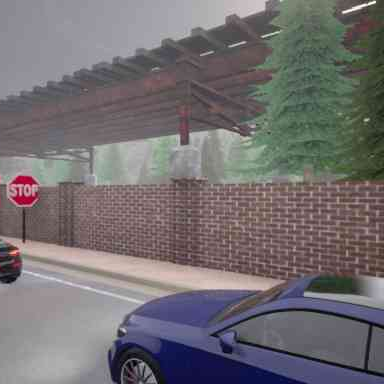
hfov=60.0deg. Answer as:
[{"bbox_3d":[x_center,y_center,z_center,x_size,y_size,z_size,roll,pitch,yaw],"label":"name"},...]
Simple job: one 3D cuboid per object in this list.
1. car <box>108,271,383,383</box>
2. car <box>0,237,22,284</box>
[{"bbox_3d":[1.257,1.526,3.095,4.674,1.442,1.812,0,0,36],"label":"car"},{"bbox_3d":[-6.055,1.526,8.311,4.674,1.442,1.812,0,0,36],"label":"car"}]
